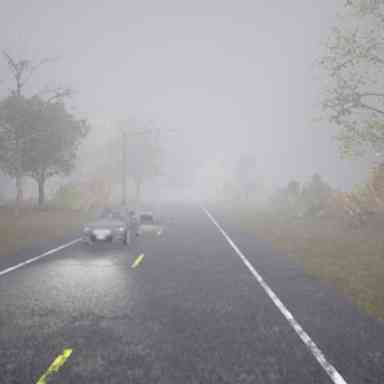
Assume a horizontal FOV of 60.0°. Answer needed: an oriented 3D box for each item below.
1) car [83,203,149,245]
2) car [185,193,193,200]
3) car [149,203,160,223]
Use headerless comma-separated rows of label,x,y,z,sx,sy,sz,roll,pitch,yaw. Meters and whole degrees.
car,-3.523,1.475,15.365,2.128,1.511,4.902,0,0,0
car,-0.744,1.307,89.764,2.128,1.511,4.902,0,0,-1
car,-3.557,1.515,25.422,2.033,1.411,5.357,0,0,0
